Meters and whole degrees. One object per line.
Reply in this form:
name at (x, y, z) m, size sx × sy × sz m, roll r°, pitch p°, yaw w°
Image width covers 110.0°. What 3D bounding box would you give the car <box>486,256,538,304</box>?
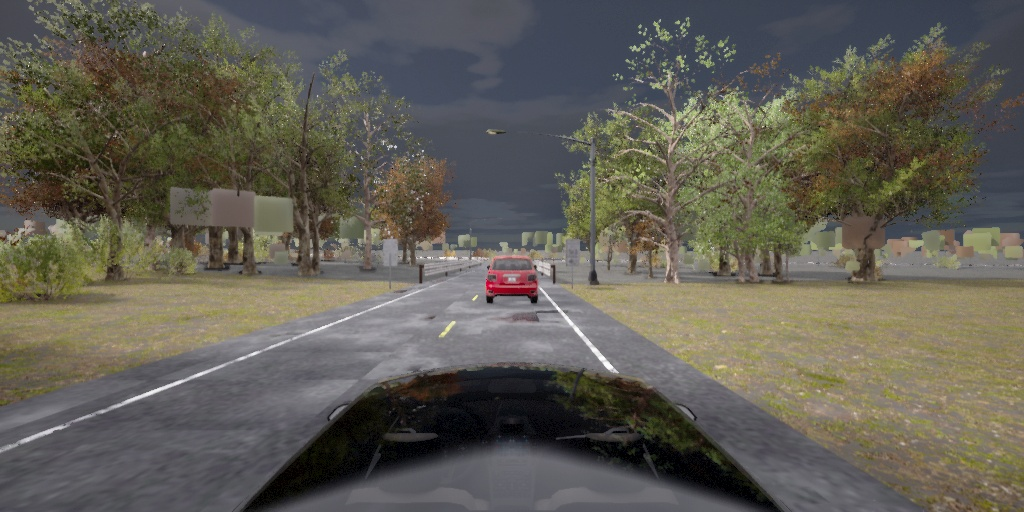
car at (0.000, 1.004, 16.530) m, size 2.150 × 2.045 × 5.566 m, roll 0°, pitch 0°, yaw 0°
